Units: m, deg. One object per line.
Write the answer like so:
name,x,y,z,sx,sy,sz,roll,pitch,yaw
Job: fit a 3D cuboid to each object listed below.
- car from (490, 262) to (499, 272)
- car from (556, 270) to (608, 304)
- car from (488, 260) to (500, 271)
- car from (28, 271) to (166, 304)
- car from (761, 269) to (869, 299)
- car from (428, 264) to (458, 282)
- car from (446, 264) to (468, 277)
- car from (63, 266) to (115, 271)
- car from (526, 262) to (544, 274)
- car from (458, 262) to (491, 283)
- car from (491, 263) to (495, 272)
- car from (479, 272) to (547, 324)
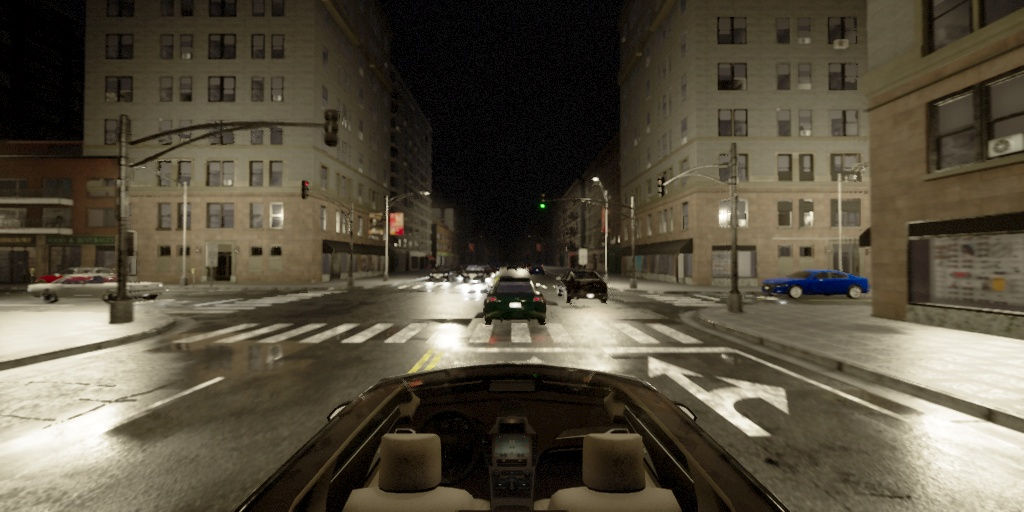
car,-3.281,1.888,52.286,1.994,1.385,4.181,0,-1,0
car,3.345,1.439,17.686,1.837,1.490,4.892,0,0,0
car,-3.275,1.661,62.847,2.150,2.045,5.566,0,-1,0
car,-19.181,1.498,16.750,4.718,1.301,1.895,0,-1,3
car,16.399,1.483,19.568,5.008,1.535,1.882,0,-1,0
car,-6.598,1.648,34.248,1.812,1.442,4.674,0,-1,0
car,-6.587,1.728,43.258,1.837,1.490,4.892,0,-1,0
car,-26.825,1.412,22.263,4.097,1.591,1.967,0,0,0
car,3.331,1.859,49.732,1.994,1.385,4.181,0,-1,0
car,-3.351,1.599,32.990,2.128,1.511,4.902,0,-1,0
car,-3.341,1.813,42.253,1.895,1.301,4.718,0,-1,0
car,0.093,1.436,12.578,1.994,1.385,4.181,0,-1,0
